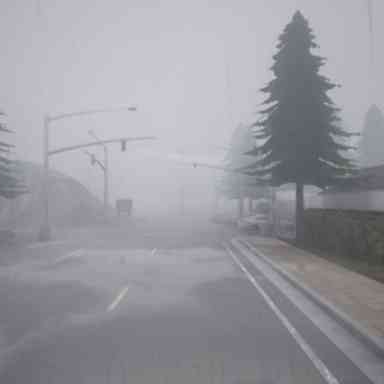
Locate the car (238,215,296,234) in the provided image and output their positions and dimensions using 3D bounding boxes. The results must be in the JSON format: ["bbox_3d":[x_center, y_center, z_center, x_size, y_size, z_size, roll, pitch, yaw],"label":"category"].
[{"bbox_3d":[5.999,2.541,26.497,4.674,1.442,1.812,2,-3,-7],"label":"car"}]
